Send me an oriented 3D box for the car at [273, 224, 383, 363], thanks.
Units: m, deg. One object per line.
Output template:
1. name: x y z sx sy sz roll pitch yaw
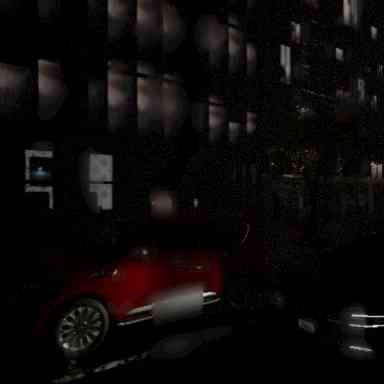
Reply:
1. car: 3.566 1.542 5.918 5.008 1.535 1.882 1 0 -36

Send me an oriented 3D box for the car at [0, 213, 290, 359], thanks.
1. car: -0.735 1.345 6.180 5.009 1.841 2.192 1 -1 -36
